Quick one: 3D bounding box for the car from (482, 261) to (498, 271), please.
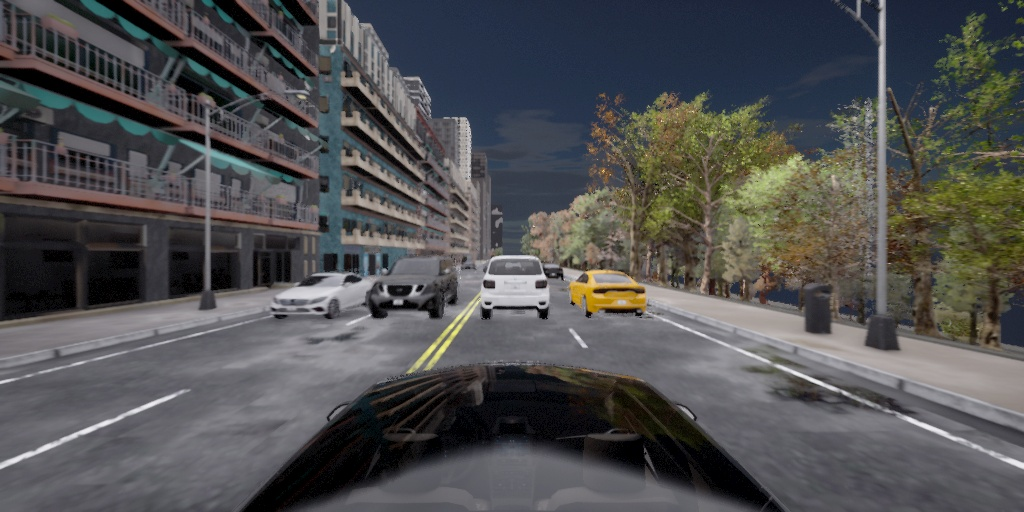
[{"bbox_3d":[-3.334,1.459,54.392,2.128,1.511,4.902,0,0,0],"label":"car"}]

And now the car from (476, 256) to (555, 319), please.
[{"bbox_3d":[0.096,1.016,13.198,2.150,2.045,5.566,0,0,0],"label":"car"}]

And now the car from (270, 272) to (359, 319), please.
[{"bbox_3d":[-6.604,1.320,13.078,1.812,1.442,4.674,0,0,0],"label":"car"}]

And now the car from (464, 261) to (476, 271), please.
[{"bbox_3d":[-6.579,1.534,55.155,1.994,1.385,4.181,0,0,0],"label":"car"}]

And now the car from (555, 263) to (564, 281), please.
[{"bbox_3d":[3.342,1.347,31.532,1.882,1.535,5.008,0,0,0],"label":"car"}]

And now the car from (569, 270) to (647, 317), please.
[{"bbox_3d":[3.347,1.273,13.397,1.882,1.535,5.008,0,0,0],"label":"car"}]

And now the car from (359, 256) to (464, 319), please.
[{"bbox_3d":[-3.353,1.017,13.341,2.150,2.045,5.566,0,0,0],"label":"car"}]
